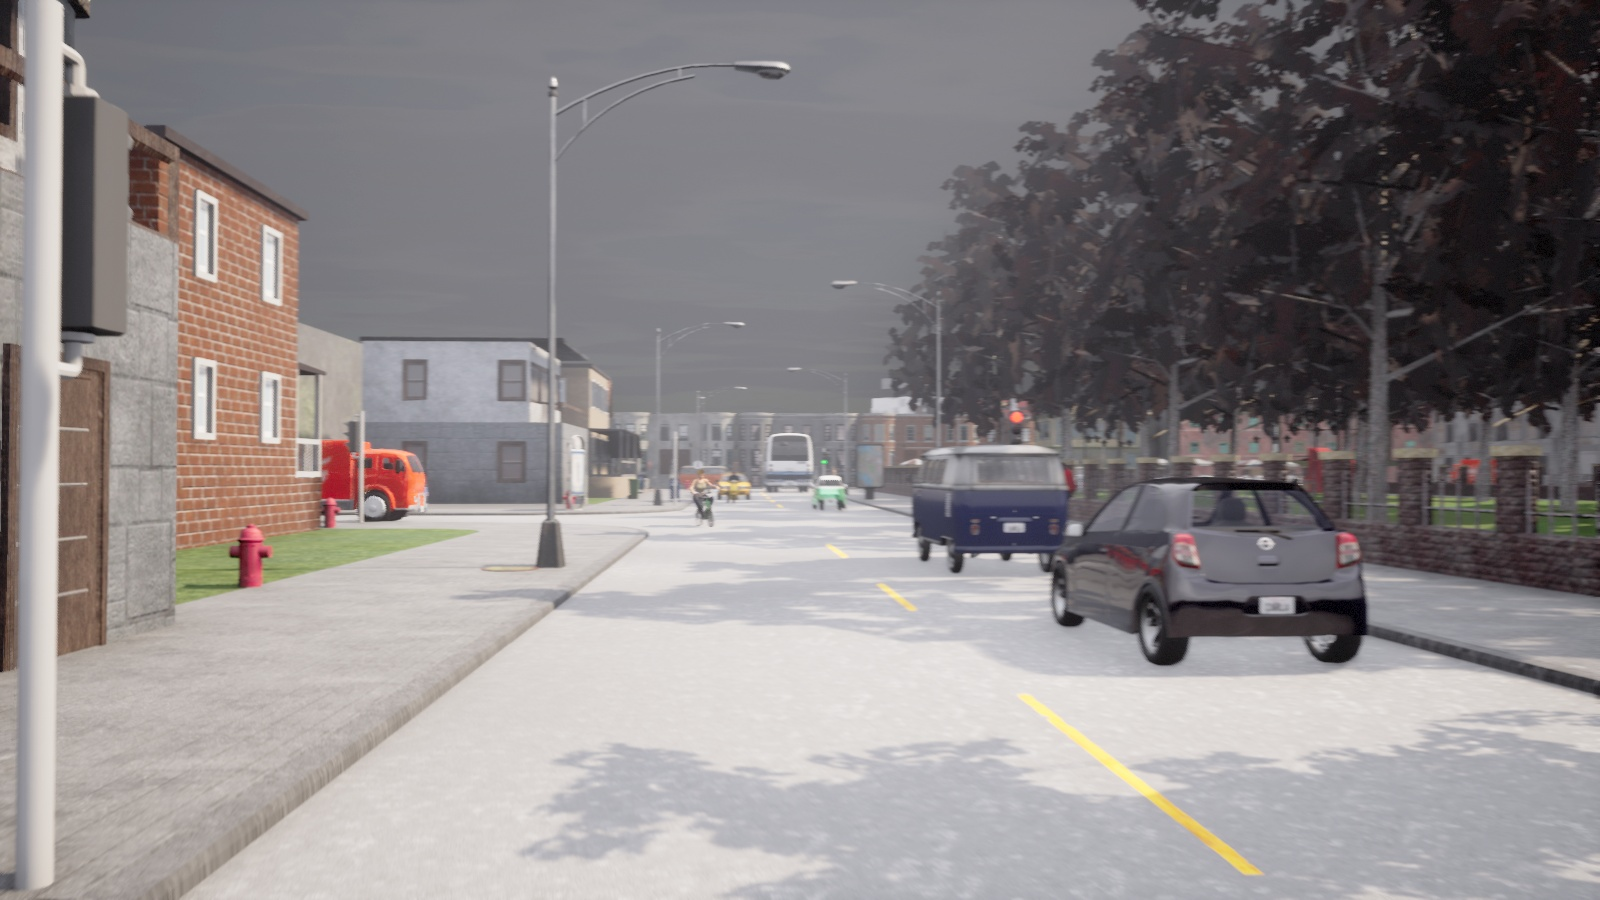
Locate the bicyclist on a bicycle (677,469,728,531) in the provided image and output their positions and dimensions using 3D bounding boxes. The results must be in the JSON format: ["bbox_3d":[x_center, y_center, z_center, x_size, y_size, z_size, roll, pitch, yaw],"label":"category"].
[{"bbox_3d":[-2.709,1.351,34.660,0.866,1.612,1.509,-4,0,-23],"label":"bicyclist on a bicycle"}]

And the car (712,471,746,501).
[{"bbox_3d":[-3.937,1.948,69.572,1.801,1.575,5.366,0,-1,-3],"label":"car"}]

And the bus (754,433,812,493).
[{"bbox_3d":[-1.386,1.041,95.007,3.944,4.253,10.273,0,-1,-3],"label":"bus"}]

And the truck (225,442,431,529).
[{"bbox_3d":[-13.973,1.054,37.510,5.204,2.467,2.627,0,-1,-3],"label":"truck"}]

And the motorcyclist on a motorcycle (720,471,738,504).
[{"bbox_3d":[-3.456,1.819,61.208,0.866,1.590,1.817,0,-1,-3],"label":"motorcyclist on a motorcycle"}]

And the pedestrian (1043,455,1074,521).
[{"bbox_3d":[7.361,1.074,35.836,0.634,1.844,0.899,0,-1,-3],"label":"pedestrian"}]

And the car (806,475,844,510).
[{"bbox_3d":[1.016,1.728,51.619,1.481,1.376,2.207,0,-1,-1],"label":"car"}]

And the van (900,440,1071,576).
[{"bbox_3d":[2.915,0.895,20.747,1.775,1.987,4.442,0,-1,-5],"label":"van"}]

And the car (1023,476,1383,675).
[{"bbox_3d":[3.443,0.998,11.506,1.845,1.501,3.633,0,-1,-5],"label":"car"}]
